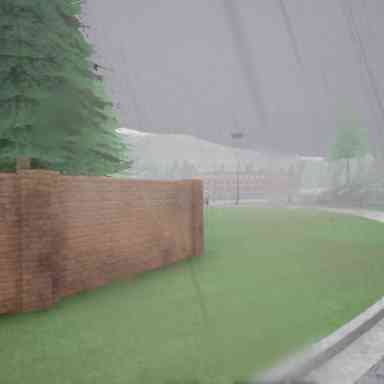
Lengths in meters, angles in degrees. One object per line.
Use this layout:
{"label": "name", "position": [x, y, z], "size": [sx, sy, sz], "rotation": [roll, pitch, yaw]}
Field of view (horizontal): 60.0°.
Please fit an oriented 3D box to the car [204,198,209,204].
{"label": "car", "position": [0.220, 1.449, 53.289], "size": [4.892, 1.490, 1.837], "rotation": [0, 0, 10]}
